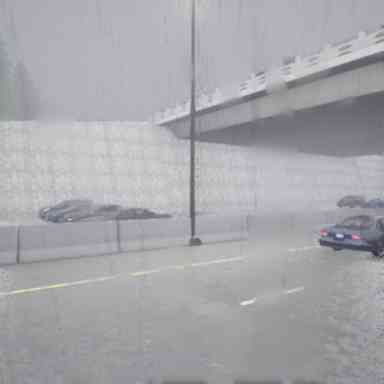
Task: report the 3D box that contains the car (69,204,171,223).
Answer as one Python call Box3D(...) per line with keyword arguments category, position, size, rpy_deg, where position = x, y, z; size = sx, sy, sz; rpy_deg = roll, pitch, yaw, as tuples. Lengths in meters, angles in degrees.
Box3D(category="car", position=(-3.683, 1.589, 18.575), size=(5.357, 1.411, 2.033), rpy_deg=(0, 0, -36))

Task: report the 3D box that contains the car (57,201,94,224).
Box3D(category="car", position=(-5.742, 1.547, 21.403), size=(4.892, 1.490, 1.837), rpy_deg=(0, 0, -36))

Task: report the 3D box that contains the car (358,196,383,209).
Box3D(category="car", position=(27.158, 1.752, 49.218), size=(5.008, 1.535, 1.882), rpy_deg=(1, 0, -35))

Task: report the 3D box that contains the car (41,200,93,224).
Box3D(category="car", position=(-8.061, 1.566, 24.048), size=(4.674, 1.442, 1.812), rpy_deg=(0, 0, -36))

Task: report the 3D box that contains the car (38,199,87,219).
Box3D(category="car", position=(-9.962, 1.393, 26.993), size=(4.553, 1.767, 2.097), rpy_deg=(0, 0, -36))

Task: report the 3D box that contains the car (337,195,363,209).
Box3D(category="car", position=(24.972, 1.494, 51.951), size=(5.566, 2.045, 2.150), rpy_deg=(0, 0, -35))

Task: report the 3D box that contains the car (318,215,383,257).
Box3D(category="car", position=(7.266, 1.621, 13.250), size=(5.357, 1.411, 2.033), rpy_deg=(0, 0, -36))
